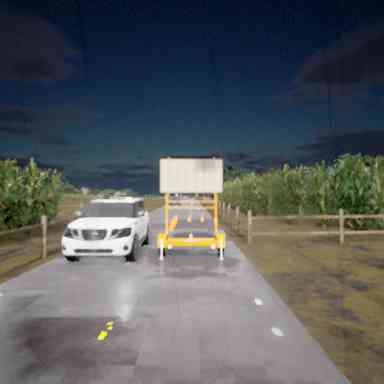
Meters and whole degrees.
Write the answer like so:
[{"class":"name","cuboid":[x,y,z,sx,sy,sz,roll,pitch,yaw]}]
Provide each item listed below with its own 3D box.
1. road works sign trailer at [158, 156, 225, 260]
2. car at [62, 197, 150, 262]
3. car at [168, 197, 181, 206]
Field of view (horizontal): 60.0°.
[{"class":"road works sign trailer","cuboid":[-0.019,0.463,12.468,2.380,3.560,2.880,0,0,0]},{"class":"car","cuboid":[-2.869,1.220,12.402,2.150,2.045,5.566,0,0,0]},{"class":"car","cuboid":[-2.919,1.615,56.844,1.837,1.490,4.892,0,-1,0]}]
